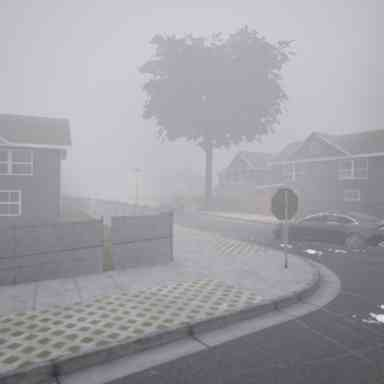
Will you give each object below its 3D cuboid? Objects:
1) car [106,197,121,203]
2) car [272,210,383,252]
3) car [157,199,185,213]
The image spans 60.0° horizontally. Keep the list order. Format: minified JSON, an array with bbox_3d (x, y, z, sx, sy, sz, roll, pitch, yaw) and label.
[{"bbox_3d":[-12.386,1.526,52.416,1.812,1.442,4.674,0,0,-23],"label":"car"},{"bbox_3d":[5.763,1.531,14.048,2.128,1.511,4.902,-3,2,-44],"label":"car"},{"bbox_3d":[-2.375,1.523,36.214,2.128,1.511,4.902,0,0,-23],"label":"car"}]
